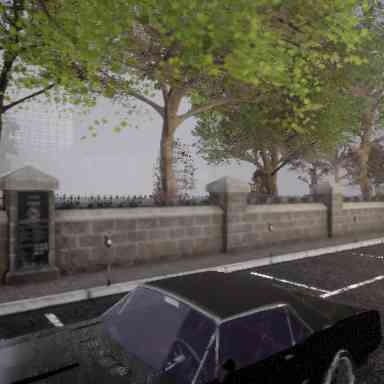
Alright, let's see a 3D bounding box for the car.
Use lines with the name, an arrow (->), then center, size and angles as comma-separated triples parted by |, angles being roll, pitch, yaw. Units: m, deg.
car -> -0.091, 1.626, 3.336 | 4.718, 1.301, 1.895 | 0, -1, -37
